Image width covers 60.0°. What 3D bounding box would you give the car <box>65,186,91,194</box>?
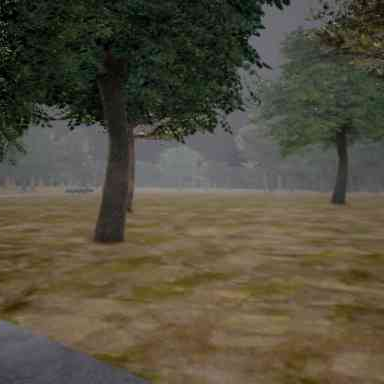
[{"bbox_3d":[-23.200,-0.402,66.803,1.812,1.442,4.674,0,1,32],"label":"car"}]

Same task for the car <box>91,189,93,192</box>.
[{"bbox_3d":[-23.700,-0.411,71.565,1.895,1.301,4.718,0,1,32],"label":"car"}]
